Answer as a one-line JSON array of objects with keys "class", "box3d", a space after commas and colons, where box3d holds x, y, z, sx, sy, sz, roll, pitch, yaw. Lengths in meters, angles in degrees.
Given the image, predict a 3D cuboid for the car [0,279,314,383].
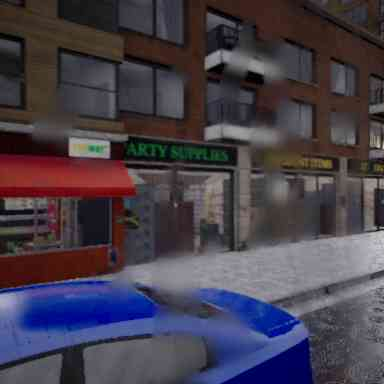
[{"class": "car", "box3d": [-1.282, 1.478, 2.156, 5.008, 1.535, 1.882, 0, 0, -36]}]
